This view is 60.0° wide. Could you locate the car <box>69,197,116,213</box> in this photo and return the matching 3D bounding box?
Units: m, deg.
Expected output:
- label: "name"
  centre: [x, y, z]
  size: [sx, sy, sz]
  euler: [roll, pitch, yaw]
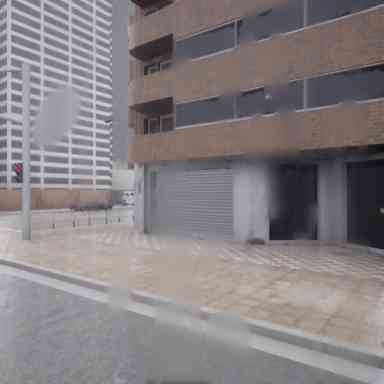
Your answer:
- label: "car"
  centre: [-11.225, 1.601, 37.040]
  size: [1.895, 1.301, 4.718]
  euler: [0, 0, 36]
